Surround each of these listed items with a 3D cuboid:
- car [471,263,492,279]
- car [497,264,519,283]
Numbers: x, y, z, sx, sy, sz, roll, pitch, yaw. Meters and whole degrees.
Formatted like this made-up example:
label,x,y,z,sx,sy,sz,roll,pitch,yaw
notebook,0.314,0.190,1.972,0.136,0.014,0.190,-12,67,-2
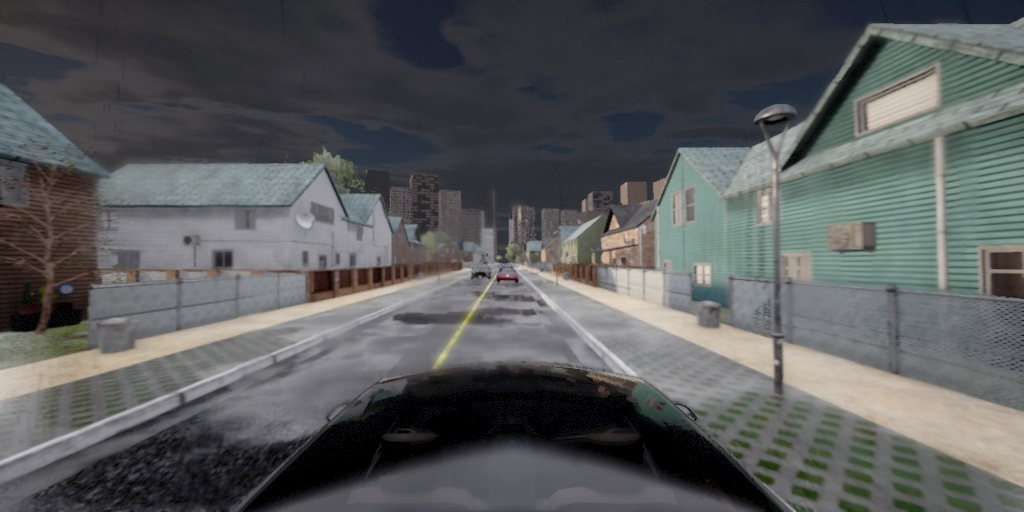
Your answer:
label,x,y,z,sx,sy,sz,roll,pitch,yaw
car,-3.344,1.627,39.568,2.097,1.767,4.553,0,-1,-1
car,-0.424,1.702,33.319,1.994,1.385,4.181,0,-1,-1
